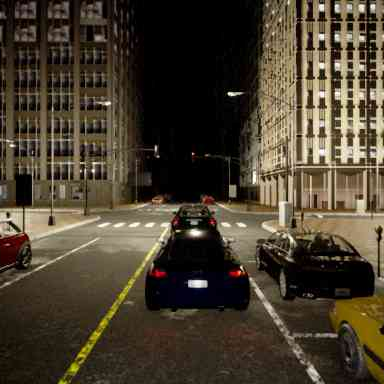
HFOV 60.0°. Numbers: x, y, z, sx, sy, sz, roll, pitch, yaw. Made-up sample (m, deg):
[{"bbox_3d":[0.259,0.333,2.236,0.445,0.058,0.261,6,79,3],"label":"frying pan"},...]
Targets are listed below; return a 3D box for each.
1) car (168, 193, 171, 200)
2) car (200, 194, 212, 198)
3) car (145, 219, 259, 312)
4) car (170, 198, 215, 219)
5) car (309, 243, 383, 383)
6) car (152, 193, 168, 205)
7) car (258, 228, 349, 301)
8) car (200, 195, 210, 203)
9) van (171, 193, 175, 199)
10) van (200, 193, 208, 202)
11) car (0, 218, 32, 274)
[{"bbox_3d":[-5.747,1.248,63.066,2.192,1.841,5.009,0,0,0],"label":"car"},{"bbox_3d":[2.761,1.385,57.383,1.967,1.590,4.097,0,0,0],"label":"car"},{"bbox_3d":[0.098,1.562,7.779,1.994,1.385,4.181,0,0,0],"label":"car"},{"bbox_3d":[0.090,1.346,16.412,2.097,1.767,4.553,0,0,0],"label":"car"},{"bbox_3d":[2.690,1.525,2.625,1.752,1.417,4.829,0,0,0],"label":"car"},{"bbox_3d":[-5.810,1.385,57.380,1.967,1.590,4.097,0,0,0],"label":"car"},{"bbox_3d":[2.688,1.549,8.123,2.008,1.369,4.403,0,0,0],"label":"car"},{"bbox_3d":[2.660,1.360,68.751,1.967,1.590,4.097,0,0,0],"label":"car"},{"bbox_3d":[-5.725,1.233,80.121,1.690,1.788,3.998,0,0,0],"label":"van"},{"bbox_3d":[2.657,1.247,74.436,1.690,1.788,3.998,0,0,0],"label":"van"},{"bbox_3d":[-5.692,1.438,8.117,1.967,1.590,4.097,0,0,0],"label":"car"}]
